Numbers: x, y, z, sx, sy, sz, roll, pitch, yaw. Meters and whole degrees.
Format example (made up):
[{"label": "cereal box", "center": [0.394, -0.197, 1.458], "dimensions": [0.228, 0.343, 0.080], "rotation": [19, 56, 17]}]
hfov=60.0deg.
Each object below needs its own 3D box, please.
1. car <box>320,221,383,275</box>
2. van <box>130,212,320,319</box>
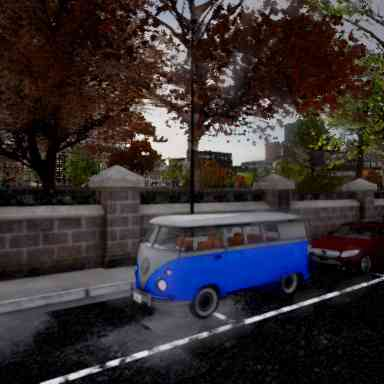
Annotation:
[{"label": "car", "center": [5.328, 1.596, 10.379], "dimensions": [4.206, 1.307, 1.802], "rotation": [0, 0, -36]}, {"label": "van", "center": [0.750, 1.347, 7.102], "dimensions": [3.998, 1.788, 1.690], "rotation": [0, 0, -36]}]
